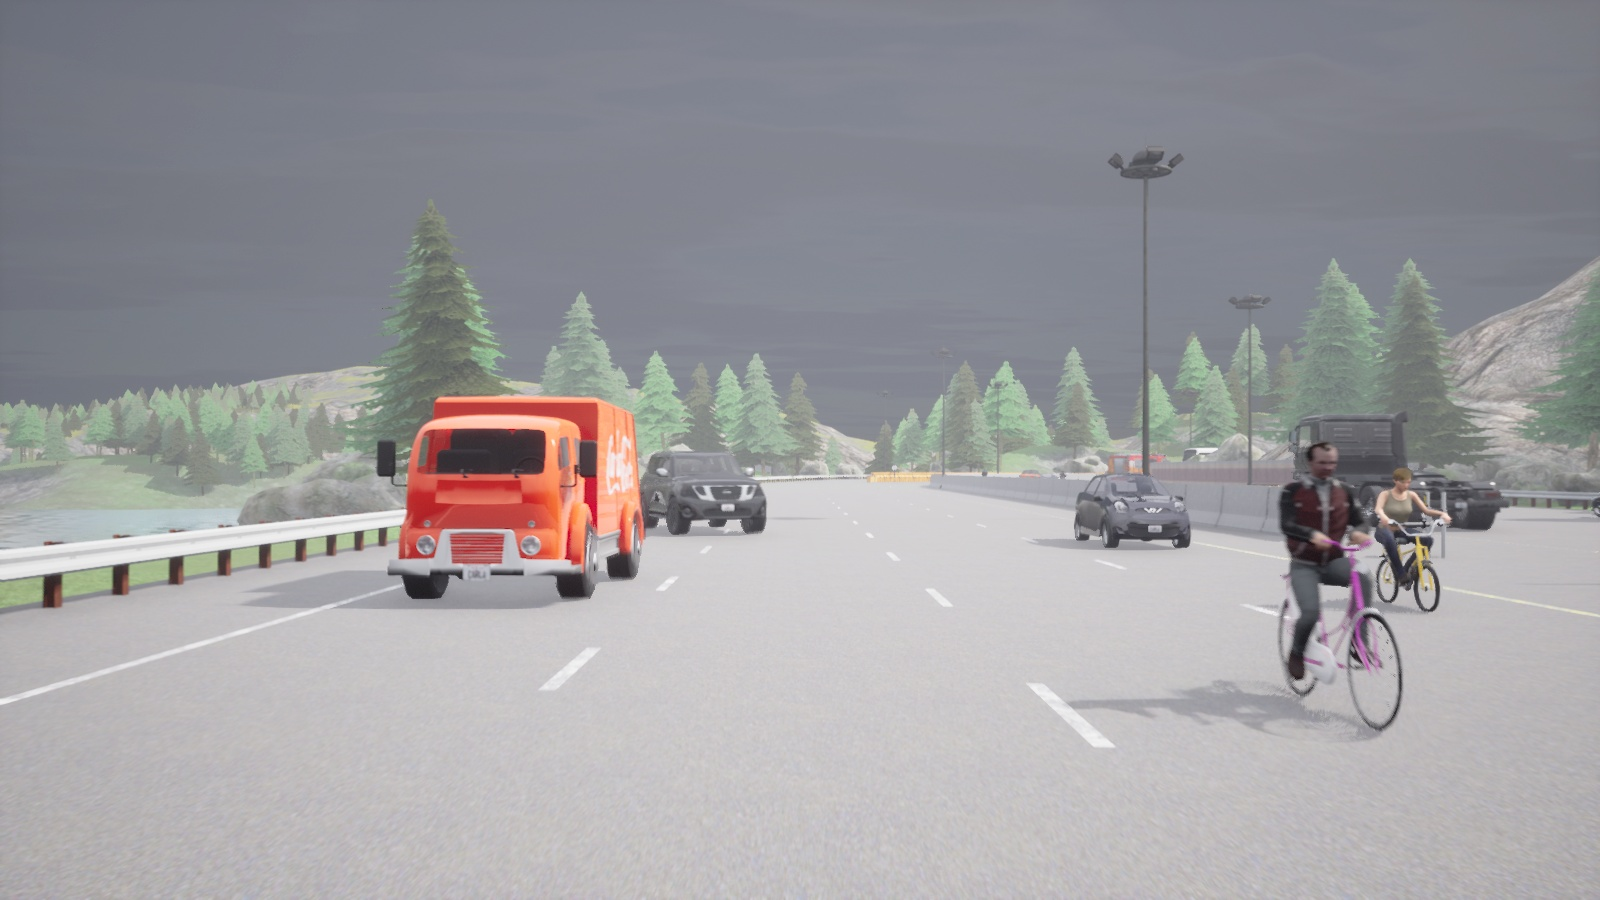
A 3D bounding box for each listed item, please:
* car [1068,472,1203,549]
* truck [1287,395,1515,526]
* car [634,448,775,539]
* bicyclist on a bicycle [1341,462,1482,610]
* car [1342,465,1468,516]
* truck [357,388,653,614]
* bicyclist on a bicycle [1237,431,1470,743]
[{"bbox_3d":[6.934,1.210,26.299,1.845,1.501,3.633,0,-1,0],"label":"car"},{"bbox_3d":[17.402,0.342,37.105,2.891,3.462,7.936,0,-1,0],"label":"truck"},{"bbox_3d":[-2.523,1.036,31.480,2.150,2.045,5.566,0,-1,-19],"label":"car"},{"bbox_3d":[6.968,0.947,14.407,0.866,1.612,1.509,0,-1,0],"label":"bicyclist on a bicycle"},{"bbox_3d":[20.890,1.343,43.625,2.033,1.649,4.856,0,-1,0],"label":"car"},{"bbox_3d":[-3.541,0.595,16.390,2.627,2.467,5.204,0,-1,0],"label":"truck"},{"bbox_3d":[3.479,0.796,8.089,0.659,1.776,1.843,0,-1,0],"label":"bicyclist on a bicycle"}]
